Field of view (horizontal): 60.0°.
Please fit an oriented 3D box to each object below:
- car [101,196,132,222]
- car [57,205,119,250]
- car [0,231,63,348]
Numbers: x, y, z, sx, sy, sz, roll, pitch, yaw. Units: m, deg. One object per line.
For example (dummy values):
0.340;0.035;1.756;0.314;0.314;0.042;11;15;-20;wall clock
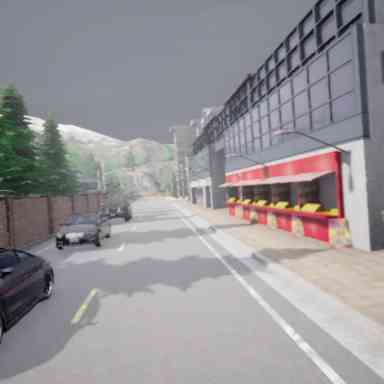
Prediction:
-6.373;1.427;28.376;2.150;2.045;5.566;-4;0;-6;car
-5.073;1.705;16.015;2.128;1.511;4.902;-4;0;-6;car
-4.020;1.785;5.998;1.994;1.385;4.181;-4;0;-6;car
